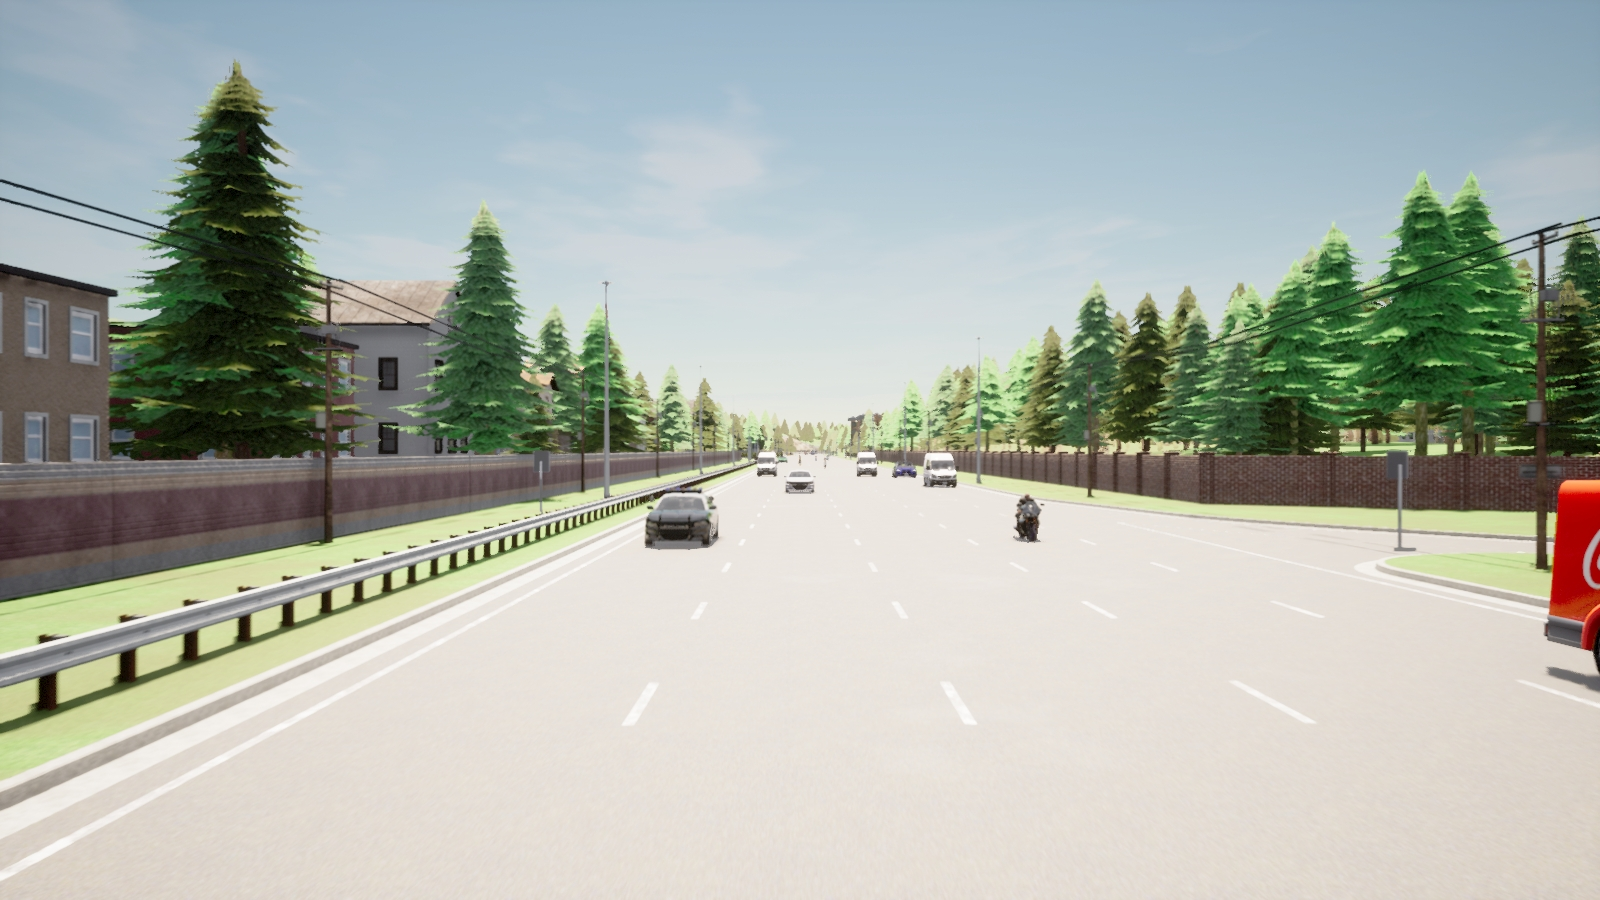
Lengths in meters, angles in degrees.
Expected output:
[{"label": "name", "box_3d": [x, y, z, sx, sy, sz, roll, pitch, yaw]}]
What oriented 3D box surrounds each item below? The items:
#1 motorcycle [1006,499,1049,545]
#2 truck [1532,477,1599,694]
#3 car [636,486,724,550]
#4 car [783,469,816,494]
[{"label": "motorcycle", "box_3d": [6.997, 2.204, 35.232, 0.867, 1.251, 2.209, 0, 0, 0]}, {"label": "truck", "box_3d": [10.498, 1.568, 11.728, 2.627, 2.467, 5.204, 0, 0, 0]}, {"label": "car", "box_3d": [-3.504, 1.982, 34.386, 2.097, 1.638, 5.238, 0, 0, 0]}, {"label": "car", "box_3d": [-0.008, 2.034, 74.784, 2.097, 1.535, 5.006, 0, 0, 0]}]
